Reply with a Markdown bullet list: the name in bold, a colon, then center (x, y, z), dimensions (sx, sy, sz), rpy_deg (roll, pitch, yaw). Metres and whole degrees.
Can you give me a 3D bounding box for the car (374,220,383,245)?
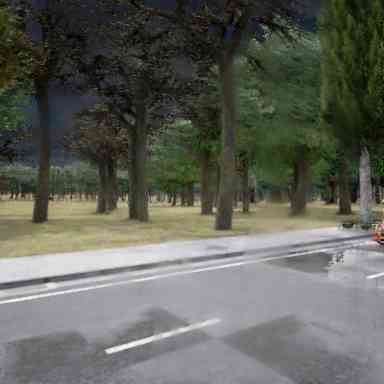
- **car**: center (10.188, 1.476, 14.945), dimensions (4.553, 1.767, 2.097), rpy_deg (1, 0, -35)
